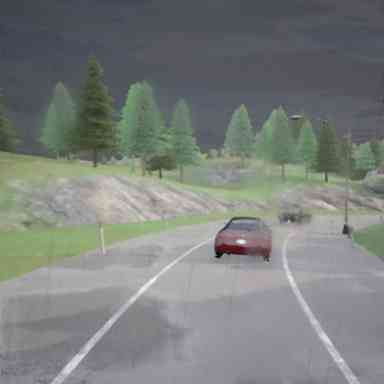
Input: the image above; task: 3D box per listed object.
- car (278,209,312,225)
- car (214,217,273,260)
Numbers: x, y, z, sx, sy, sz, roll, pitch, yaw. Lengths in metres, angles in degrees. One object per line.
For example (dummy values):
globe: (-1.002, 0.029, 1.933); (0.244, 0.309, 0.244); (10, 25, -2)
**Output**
car: (9.197, 2.173, 29.260); (1.895, 1.301, 4.718); (3, 0, 32)
car: (2.144, 1.663, 13.071); (1.994, 1.385, 4.181); (1, -1, 14)
